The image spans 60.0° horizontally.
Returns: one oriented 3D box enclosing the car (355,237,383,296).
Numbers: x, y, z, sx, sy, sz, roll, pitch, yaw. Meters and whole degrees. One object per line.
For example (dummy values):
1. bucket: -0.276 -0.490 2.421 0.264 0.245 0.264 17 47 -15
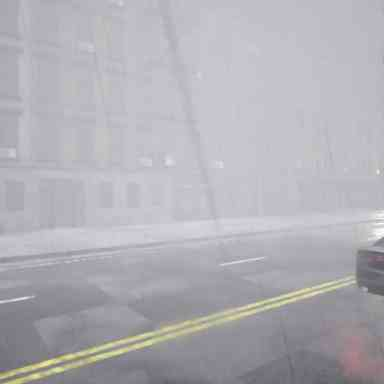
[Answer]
1. car: 5.680 1.466 7.494 5.008 1.535 1.882 0 0 -36
